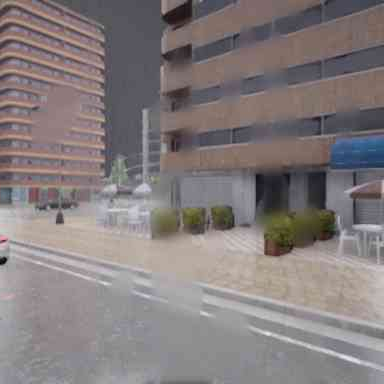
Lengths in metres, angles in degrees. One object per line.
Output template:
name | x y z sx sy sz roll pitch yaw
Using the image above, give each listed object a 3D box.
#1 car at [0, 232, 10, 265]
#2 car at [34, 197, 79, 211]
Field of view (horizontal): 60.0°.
car | -7.208 1.456 10.161 4.674 1.442 1.812 0 0 40
car | -15.466 1.347 38.178 1.837 1.490 4.892 0 0 40
